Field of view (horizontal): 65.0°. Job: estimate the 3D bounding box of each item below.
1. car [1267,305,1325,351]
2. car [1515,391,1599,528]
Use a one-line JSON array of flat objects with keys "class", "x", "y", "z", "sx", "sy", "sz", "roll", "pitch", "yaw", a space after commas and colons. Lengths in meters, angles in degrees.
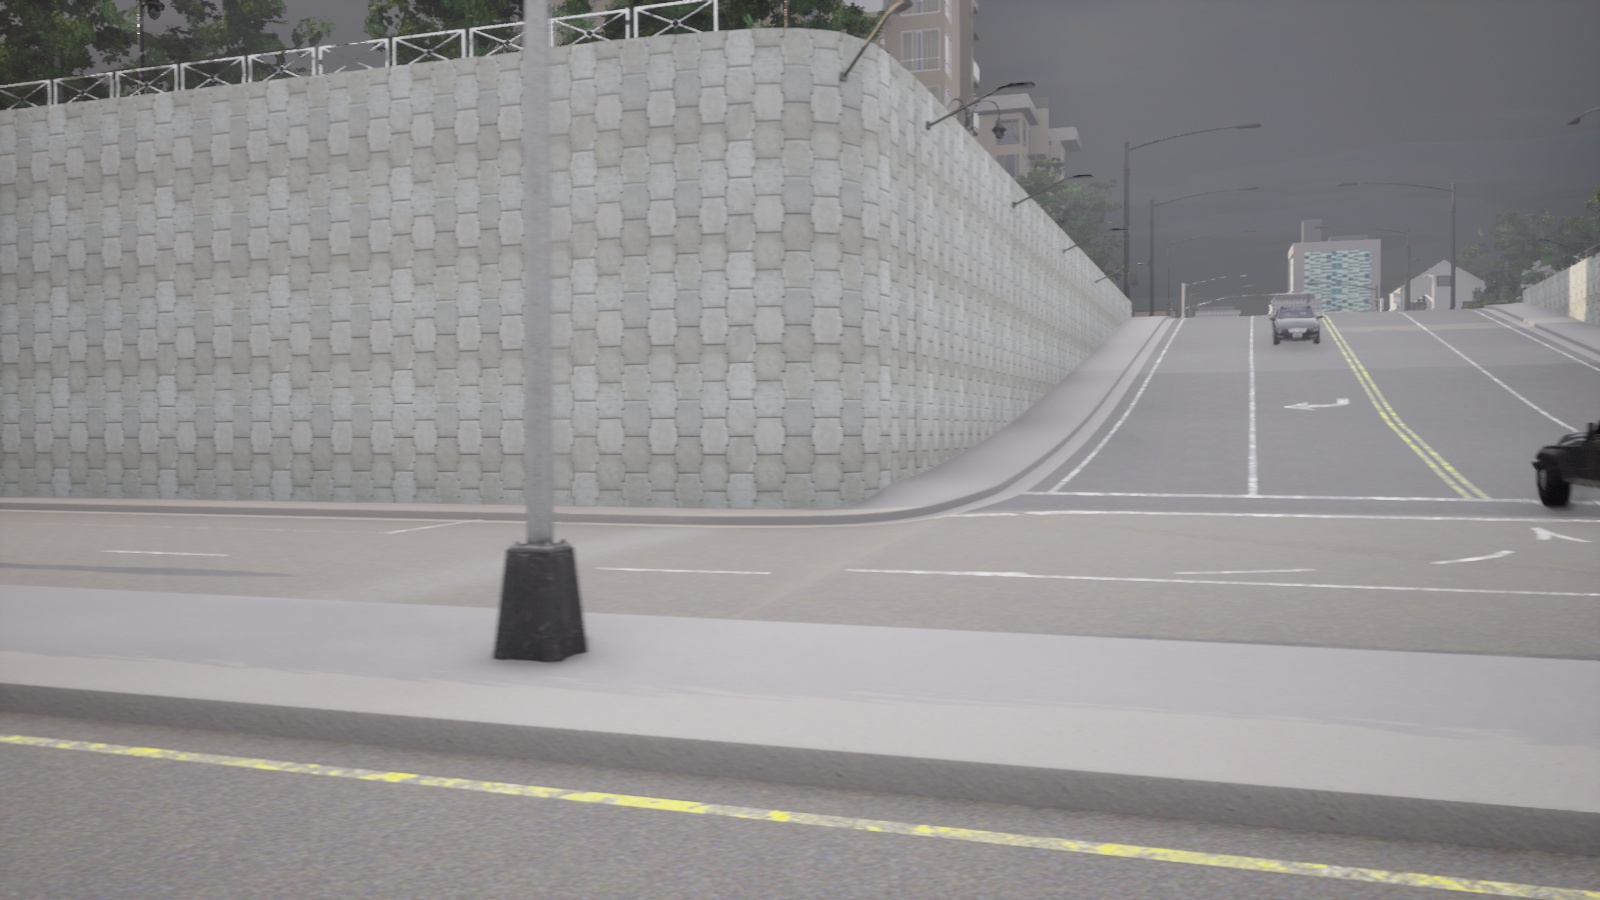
[{"class": "car", "x": 21.281, "y": -5.291, "z": 54.044, "sx": 2.128, "sy": 1.511, "sz": 4.902, "roll": 1, "pitch": 11, "yaw": 20}, {"class": "car", "x": 12.404, "y": 0.122, "z": 18.363, "sx": 1.905, "sy": 1.878, "sz": 3.866, "roll": -1, "pitch": 4, "yaw": 4}]
